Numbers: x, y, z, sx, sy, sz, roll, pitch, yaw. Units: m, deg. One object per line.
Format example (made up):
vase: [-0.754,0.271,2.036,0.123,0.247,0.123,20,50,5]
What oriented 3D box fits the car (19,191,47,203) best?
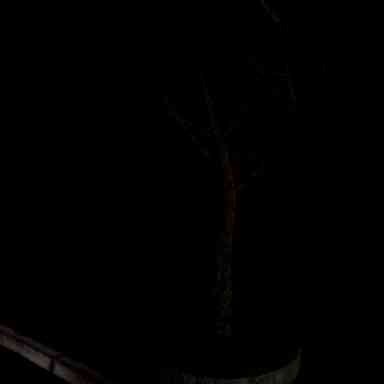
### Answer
car: [-20.020,0.923,40.784,2.150,2.045,5.566,1,0,32]
